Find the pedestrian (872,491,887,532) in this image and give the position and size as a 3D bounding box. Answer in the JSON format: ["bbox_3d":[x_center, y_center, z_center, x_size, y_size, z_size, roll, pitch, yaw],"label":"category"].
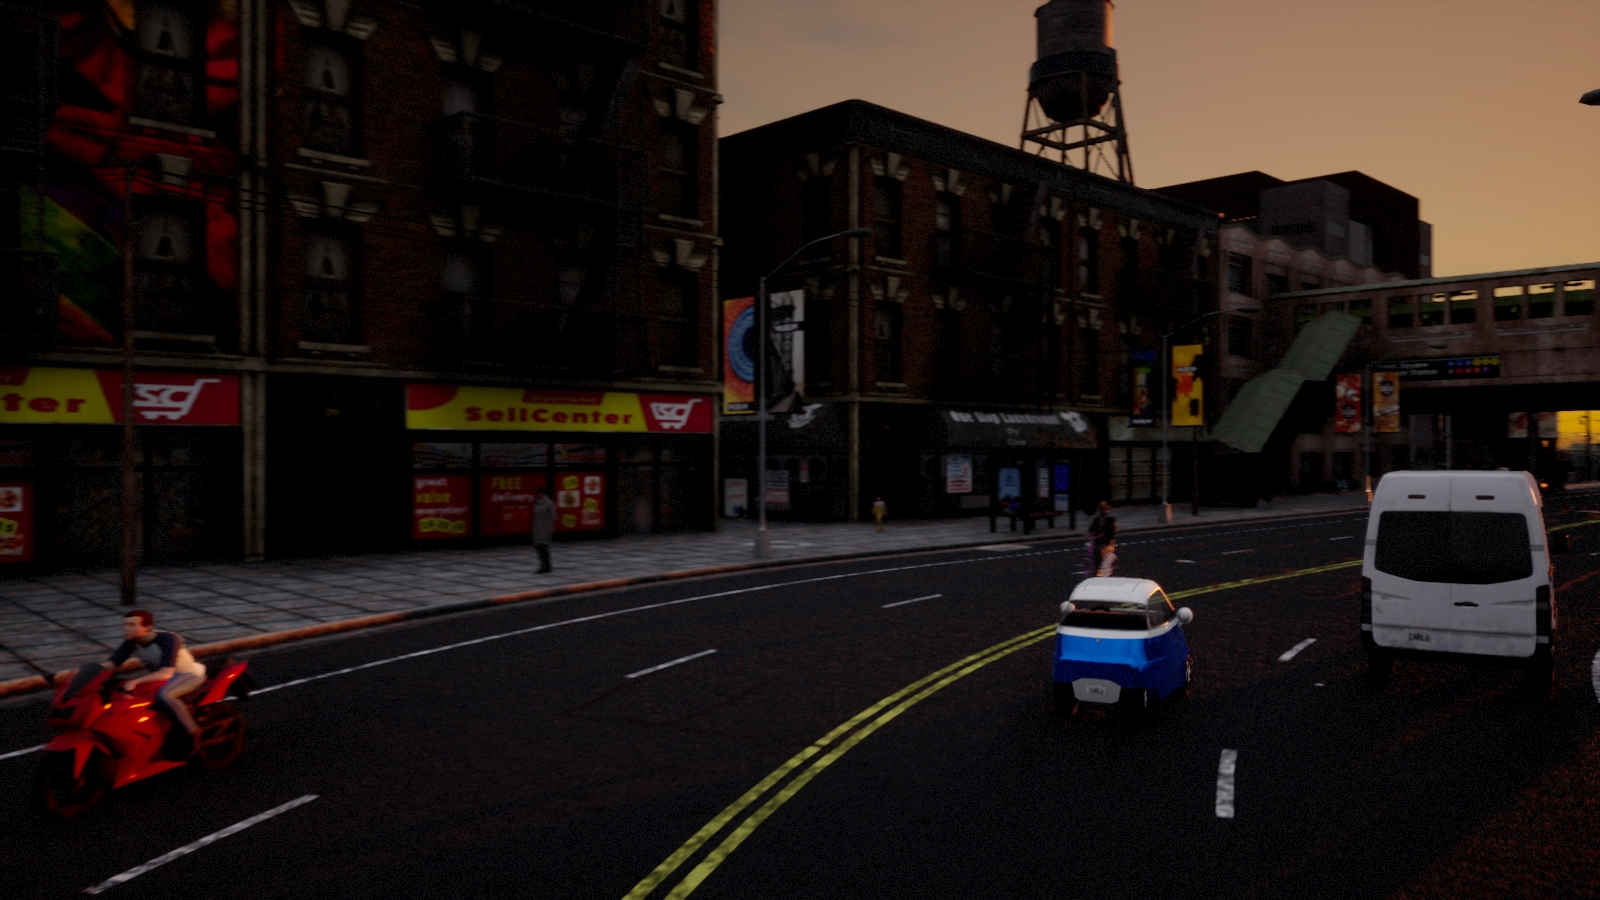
[{"bbox_3d":[2.587,1.989,37.135,0.375,1.300,0.375,0,0,28],"label":"pedestrian"}]

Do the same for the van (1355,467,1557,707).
[{"bbox_3d":[9.094,1.550,15.551,1.988,2.561,5.915,-1,0,34],"label":"van"}]

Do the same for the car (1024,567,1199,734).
[{"bbox_3d":[3.509,2.128,12.667,1.481,1.376,2.207,0,0,26],"label":"car"}]

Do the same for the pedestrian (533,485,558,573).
[{"bbox_3d":[-5.492,1.695,24.626,0.375,1.860,0.375,0,0,24],"label":"pedestrian"}]

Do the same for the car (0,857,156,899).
[{"bbox_3d":[-3.303,2.030,1.120,2.097,1.535,5.006,0,0,7],"label":"car"}]

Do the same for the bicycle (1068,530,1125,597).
[{"bbox_3d":[5.891,2.223,22.640,0.329,1.171,1.835,0,0,40],"label":"bicycle"}]
